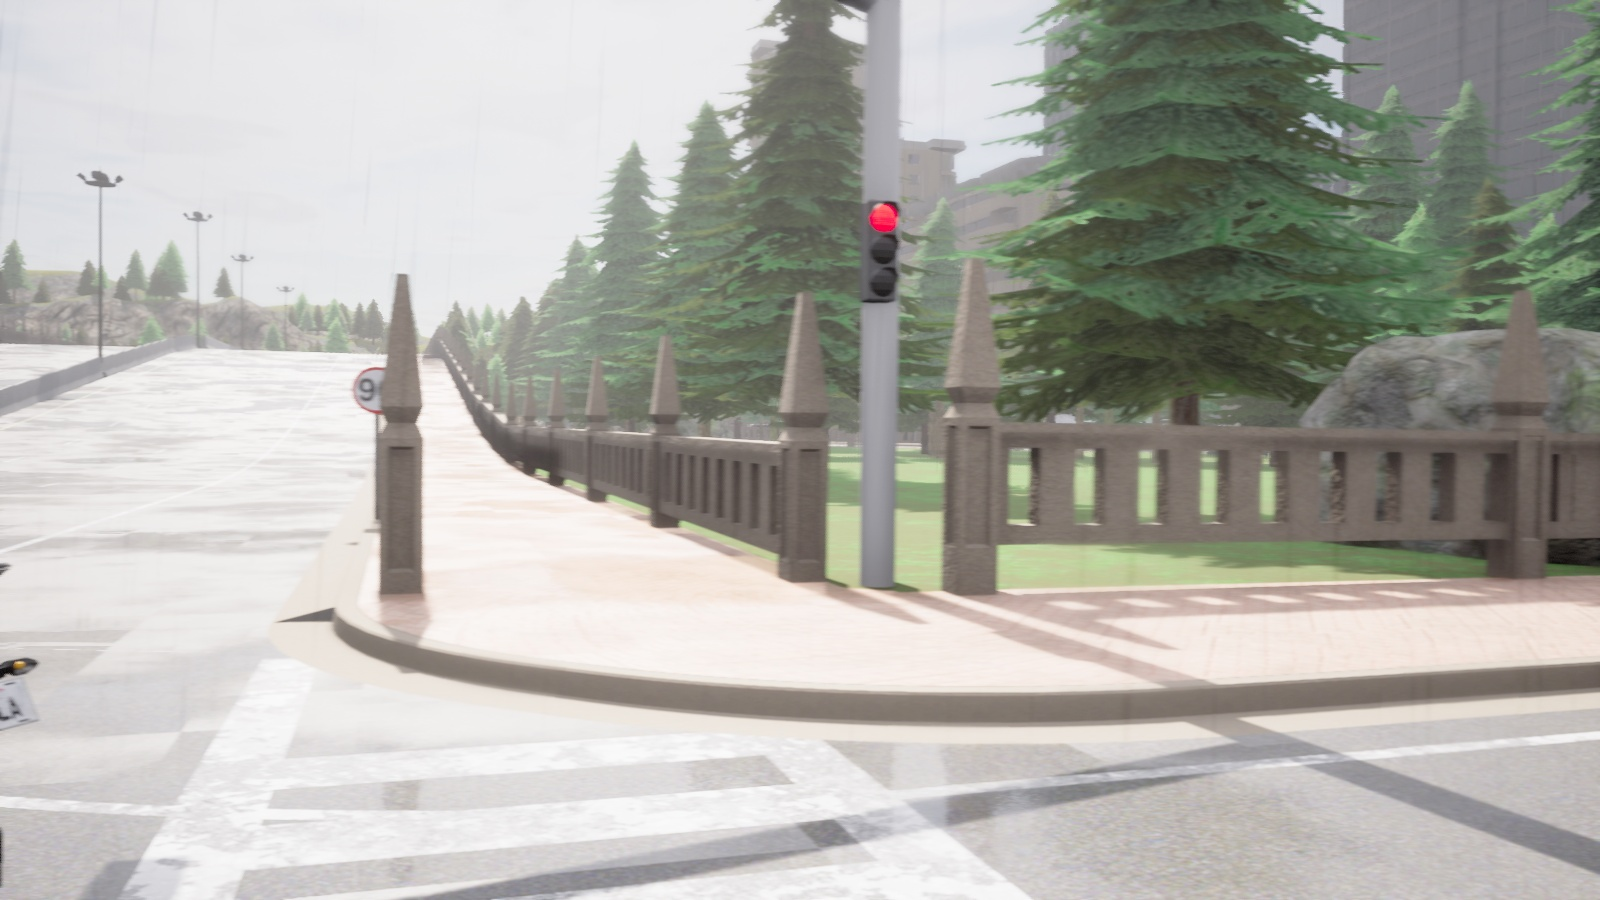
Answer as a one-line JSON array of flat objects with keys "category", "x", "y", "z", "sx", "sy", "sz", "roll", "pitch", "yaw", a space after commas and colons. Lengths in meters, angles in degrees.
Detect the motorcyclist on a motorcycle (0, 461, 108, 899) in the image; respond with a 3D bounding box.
[{"category": "motorcyclist on a motorcycle", "x": -3.306, "y": 0.804, "z": 3.660, "sx": 2.191, "sy": 1.530, "sz": 0.866, "roll": 0, "pitch": 0, "yaw": 9}]
